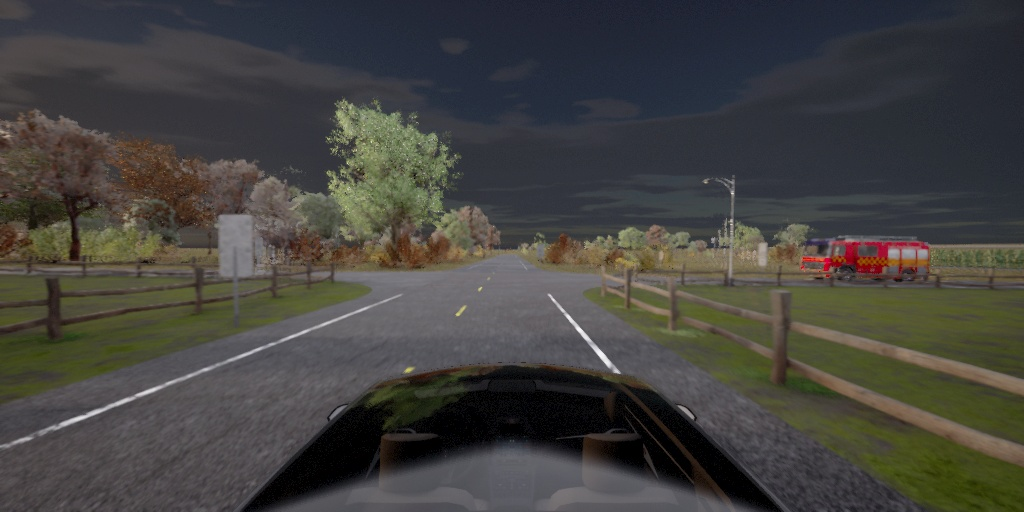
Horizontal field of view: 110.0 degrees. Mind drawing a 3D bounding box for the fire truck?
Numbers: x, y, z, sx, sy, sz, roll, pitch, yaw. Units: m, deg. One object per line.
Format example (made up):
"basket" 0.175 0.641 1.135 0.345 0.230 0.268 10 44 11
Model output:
"fire truck" 29.674 0.241 30.391 8.468 3.827 2.891 1 1 0
